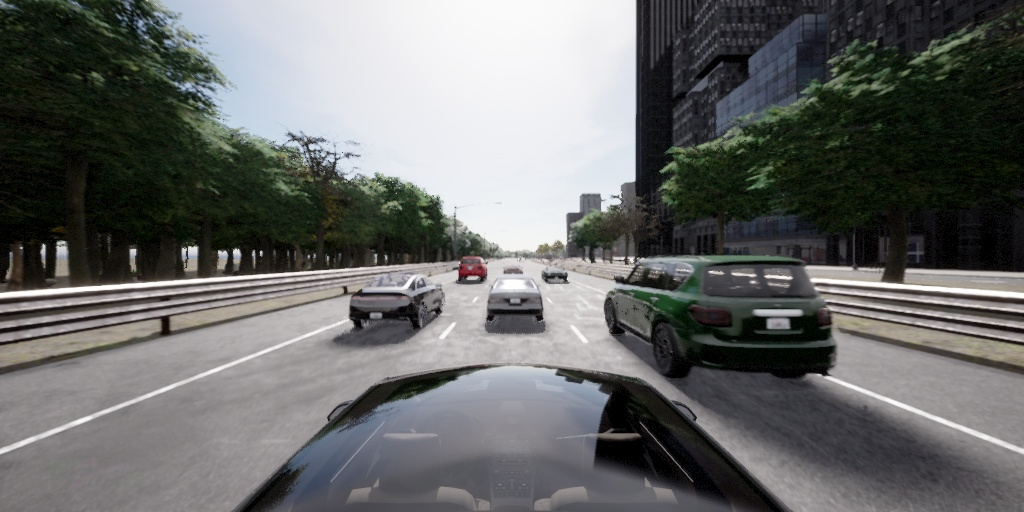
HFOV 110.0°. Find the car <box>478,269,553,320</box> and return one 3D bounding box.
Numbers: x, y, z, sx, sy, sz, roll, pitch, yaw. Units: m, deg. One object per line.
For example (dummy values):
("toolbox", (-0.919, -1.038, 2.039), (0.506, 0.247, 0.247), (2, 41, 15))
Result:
("car", (0.097, 1.358, 12.913), (2.033, 1.411, 5.357), (0, 0, 0))

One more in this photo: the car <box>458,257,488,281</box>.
("car", (-3.402, 1.122, 31.846), (2.150, 2.045, 5.566), (0, 0, 0))

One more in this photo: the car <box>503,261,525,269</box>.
("car", (0.098, 1.434, 33.647), (1.812, 1.442, 4.674), (0, 0, 0))

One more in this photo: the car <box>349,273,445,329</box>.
("car", (-3.410, 1.296, 11.439), (2.128, 1.511, 4.902), (0, 0, 0))

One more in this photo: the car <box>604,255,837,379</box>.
("car", (3.582, 1.006, 7.492), (2.150, 2.045, 5.566), (0, 0, 0))

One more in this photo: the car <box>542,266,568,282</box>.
("car", (3.596, 1.498, 31.149), (1.895, 1.301, 4.718), (0, 0, 0))
